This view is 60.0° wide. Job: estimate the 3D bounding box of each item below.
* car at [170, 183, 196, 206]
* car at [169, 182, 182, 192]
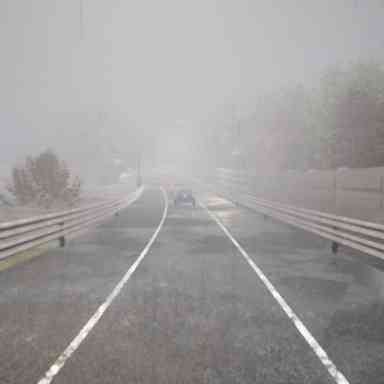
[{"bbox_3d":[-0.839,0.323,33.823,2.097,1.767,4.553,0,3,-5],"label":"car"},{"bbox_3d":[-2.022,-0.606,46.297,2.097,1.767,4.553,0,5,-6],"label":"car"}]
